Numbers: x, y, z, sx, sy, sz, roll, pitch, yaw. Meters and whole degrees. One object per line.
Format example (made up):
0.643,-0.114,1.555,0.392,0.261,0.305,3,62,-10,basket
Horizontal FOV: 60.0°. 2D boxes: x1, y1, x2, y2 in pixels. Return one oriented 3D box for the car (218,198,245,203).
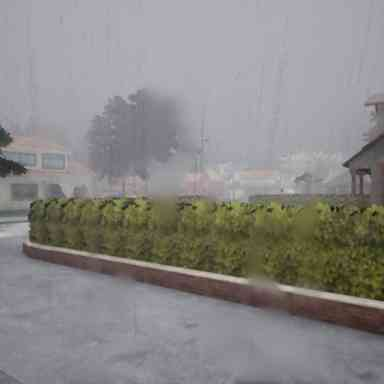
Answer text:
4.722,1.481,38.073,2.128,1.511,4.902,0,0,36,car
